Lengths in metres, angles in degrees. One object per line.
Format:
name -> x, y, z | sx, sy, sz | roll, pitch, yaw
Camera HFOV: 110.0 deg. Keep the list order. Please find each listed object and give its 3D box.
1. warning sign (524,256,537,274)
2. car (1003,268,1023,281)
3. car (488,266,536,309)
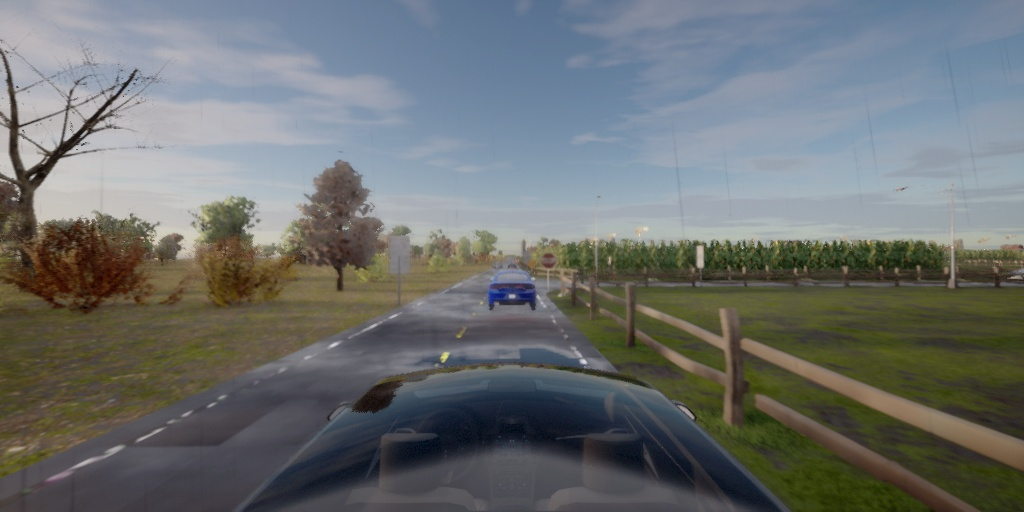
warning sign -> 2.454, 1.252, 43.758 | 1.300, 1.860, 1.060 | 0, 0, 0
car -> 46.831, 1.609, 31.863 | 4.674, 1.442, 1.812 | 0, -1, 0
car -> 0.027, 1.364, 15.723 | 1.882, 1.535, 5.008 | 0, -1, 0
